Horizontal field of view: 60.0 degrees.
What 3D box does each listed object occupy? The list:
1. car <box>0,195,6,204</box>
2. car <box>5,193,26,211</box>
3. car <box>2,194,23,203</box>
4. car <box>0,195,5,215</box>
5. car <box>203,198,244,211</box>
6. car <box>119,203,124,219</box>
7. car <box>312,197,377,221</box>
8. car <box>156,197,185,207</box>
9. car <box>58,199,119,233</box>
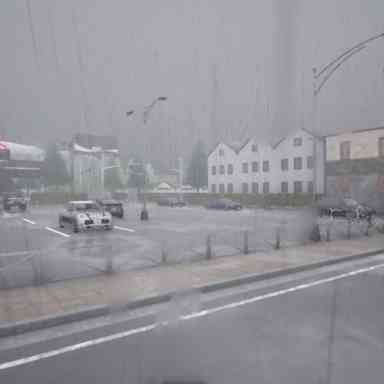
[{"bbox_3d":[-39.548,1.498,65.854,4.611,1.667,2.242,0,0,-36],"label":"car"},{"bbox_3d":[-20.193,1.095,37.895,1.905,1.878,3.866,0,0,-36],"label":"car"},{"bbox_3d":[-39.319,1.334,72.983,3.866,1.878,1.905,0,0,-36],"label":"car"},{"bbox_3d":[-18.283,1.114,29.585,1.932,1.855,4.605,0,0,-36],"label":"car"},{"bbox_3d":[3.451,1.384,37.501,2.033,1.411,5.357,0,0,-35],"label":"car"},{"bbox_3d":[-6.810,1.318,25.489,2.007,1.523,4.514,0,0,-36],"label":"car"},{"bbox_3d":[11.706,1.189,25.706,2.097,1.767,4.553,0,0,-33],"label":"car"},{"bbox_3d":[-3.099,1.384,46.764,2.033,1.411,5.357,0,0,-35],"label":"car"},{"bbox_3d":[-5.683,1.250,17.625,1.970,1.475,3.806,0,0,-36],"label":"car"}]
